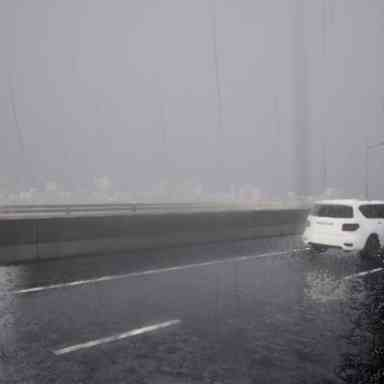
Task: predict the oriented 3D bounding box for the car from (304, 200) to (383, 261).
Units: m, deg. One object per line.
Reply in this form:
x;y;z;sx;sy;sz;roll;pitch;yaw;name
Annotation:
6.719;1.319;12.845;5.566;2.045;2.150;0;0;-34;car
